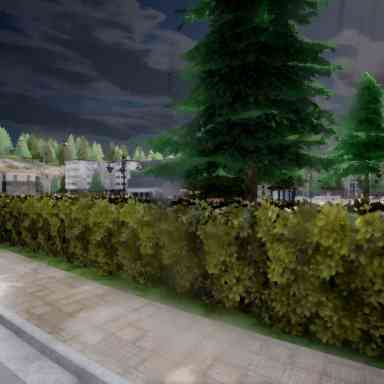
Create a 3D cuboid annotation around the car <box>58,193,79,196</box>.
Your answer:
[{"bbox_3d":[-28.384,1.154,79.464,2.152,1.636,5.027,0,0,43],"label":"car"}]

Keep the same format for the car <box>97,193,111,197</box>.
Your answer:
[{"bbox_3d":[-16.705,1.097,68.962,1.932,1.855,4.605,0,0,43],"label":"car"}]

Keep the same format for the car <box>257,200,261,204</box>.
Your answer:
[{"bbox_3d":[9.633,1.352,44.218,2.097,1.767,4.553,0,0,43],"label":"car"}]

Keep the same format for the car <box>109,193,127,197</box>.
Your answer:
[{"bbox_3d":[-10.580,1.384,52.743,1.970,1.475,3.806,0,0,43],"label":"car"}]

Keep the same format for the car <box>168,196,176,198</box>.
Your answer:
[{"bbox_3d":[-3.312,1.374,56.078,1.845,1.501,3.633,0,0,43],"label":"car"}]
